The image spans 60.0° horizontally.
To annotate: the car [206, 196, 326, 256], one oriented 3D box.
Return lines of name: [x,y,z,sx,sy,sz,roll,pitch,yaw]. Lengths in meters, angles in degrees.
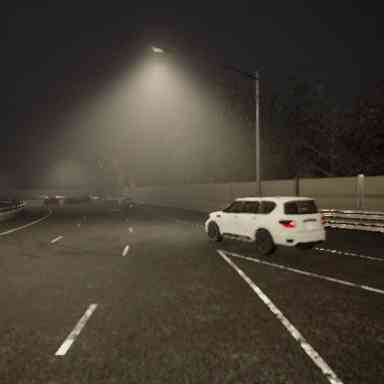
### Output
car: [2.699,1.202,13.496,2.150,2.045,5.566,-1,0,-28]

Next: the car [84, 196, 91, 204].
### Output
car: [-21.947,1.508,67.403,2.097,1.767,4.553,0,0,-31]

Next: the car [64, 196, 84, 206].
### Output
car: [-21.590,1.630,59.847,1.882,1.535,5.008,0,0,-35]

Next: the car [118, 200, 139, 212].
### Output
car: [-7.780,1.619,40.336,1.994,1.385,4.181,0,0,-22]

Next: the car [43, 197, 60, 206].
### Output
car: [-24.510,1.649,57.916,1.882,1.535,5.008,0,0,-35]
